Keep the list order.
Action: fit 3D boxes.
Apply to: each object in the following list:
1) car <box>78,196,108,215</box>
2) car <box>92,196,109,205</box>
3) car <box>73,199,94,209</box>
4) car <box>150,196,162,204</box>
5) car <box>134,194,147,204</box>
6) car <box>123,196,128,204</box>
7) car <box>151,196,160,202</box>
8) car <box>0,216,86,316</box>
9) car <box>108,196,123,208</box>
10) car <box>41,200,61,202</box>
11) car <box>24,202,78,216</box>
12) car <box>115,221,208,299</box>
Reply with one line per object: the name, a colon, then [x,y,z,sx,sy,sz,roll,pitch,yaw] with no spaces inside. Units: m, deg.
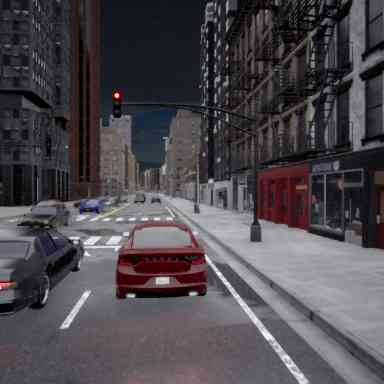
car: [-10.381,1.488,34.661,1.882,1.535,5.008,0,0,-7]
car: [-16.430,1.515,59.830,2.128,1.511,4.902,0,0,-6]
car: [-14.923,1.619,46.089,1.895,1.301,4.718,0,0,-6]
car: [-7.052,1.532,65.168,1.837,1.490,4.892,0,0,-6]
car: [-10.410,1.628,65.946,1.895,1.301,4.718,0,0,-6]
car: [-13.845,1.534,66.410,1.837,1.490,4.892,0,-1,-6]
car: [-8.304,1.571,75.471,2.033,1.411,5.357,0,0,-6]
car: [-3.901,1.547,7.702,2.033,1.411,5.357,0,0,-6]
car: [-11.966,1.511,48.984,2.128,1.511,4.902,0,0,-6]
car: [-13.429,1.486,31.400,1.882,1.535,5.008,0,0,-3]
car: [-8.773,1.550,20.242,2.033,1.411,5.357,0,0,-6]
car: [-0.794,1.477,8.568,1.882,1.535,5.008,0,0,-6]
